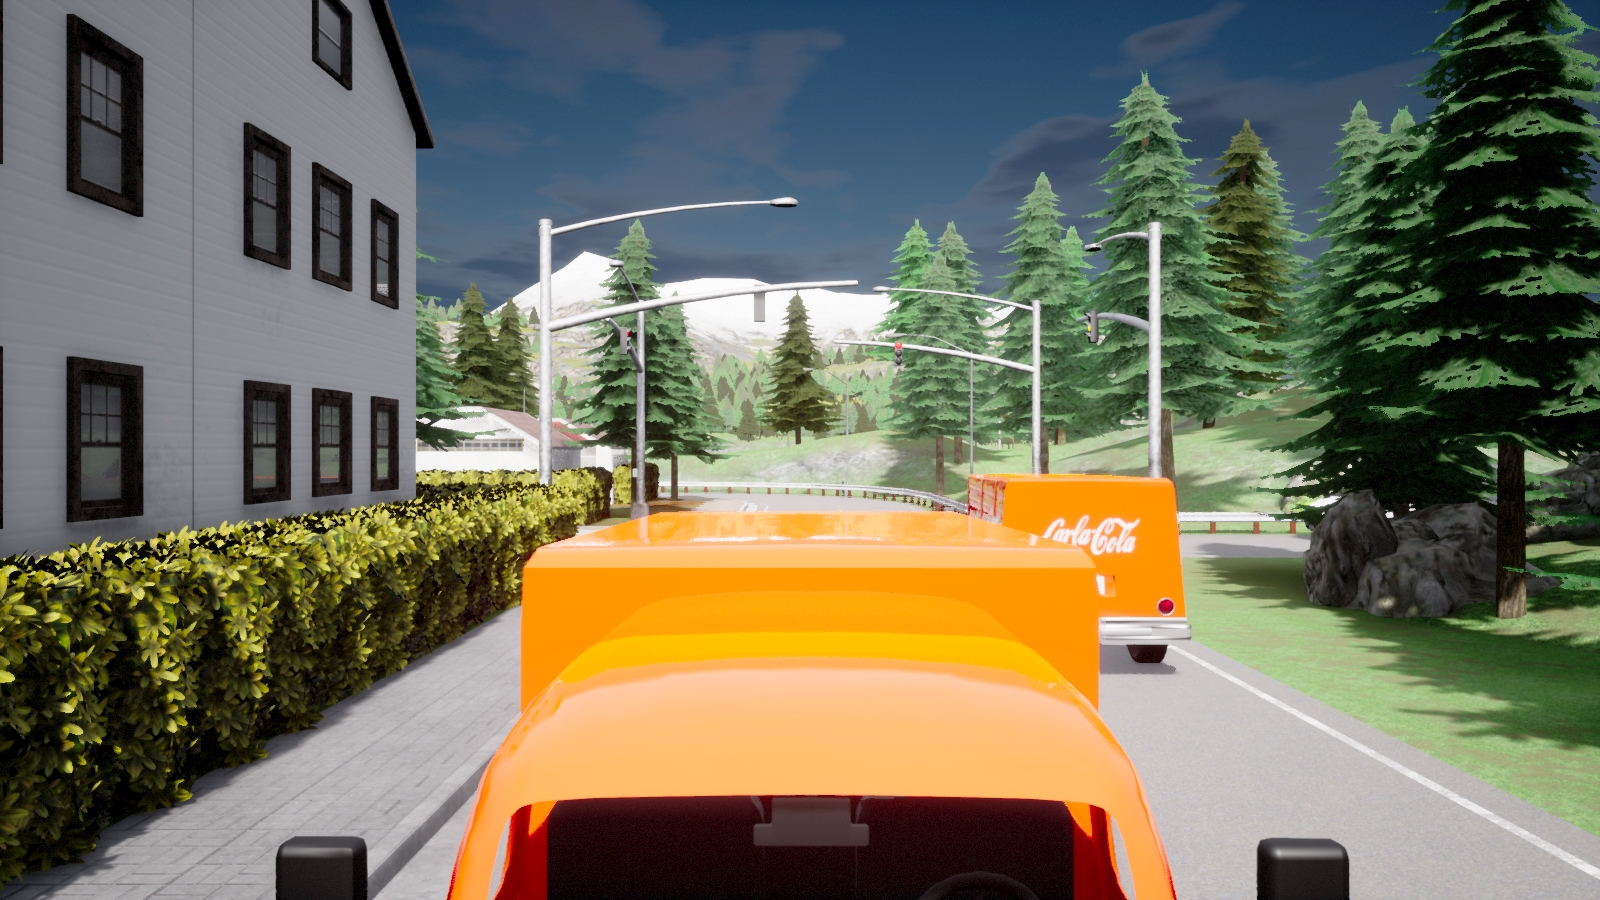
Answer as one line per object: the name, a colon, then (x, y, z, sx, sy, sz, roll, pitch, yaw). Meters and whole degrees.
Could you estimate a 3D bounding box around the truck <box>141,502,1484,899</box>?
truck: (0.034, 1.554, 4.833, 2.627, 2.467, 5.204, 0, 0, 0)

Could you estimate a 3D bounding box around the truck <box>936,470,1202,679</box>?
truck: (3.536, 1.540, 16.331, 2.627, 2.467, 5.204, 0, -1, 1)
